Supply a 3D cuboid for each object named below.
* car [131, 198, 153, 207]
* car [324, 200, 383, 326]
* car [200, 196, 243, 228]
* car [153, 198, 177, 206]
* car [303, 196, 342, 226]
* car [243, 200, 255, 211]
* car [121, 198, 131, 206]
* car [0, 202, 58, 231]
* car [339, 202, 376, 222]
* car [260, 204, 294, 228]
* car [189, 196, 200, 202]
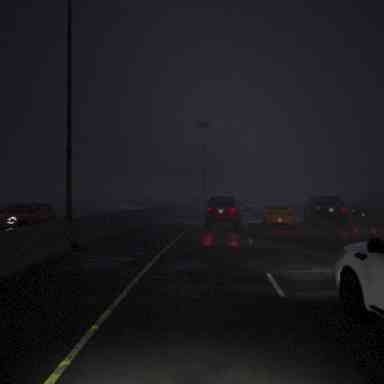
[{"bbox_3d":[-7.327,1.647,54.949,2.033,1.411,5.357,0,0,21],"label":"car"},{"bbox_3d":[3.749,1.238,4.037,2.150,2.045,5.566,0,0,2],"label":"car"},{"bbox_3d":[2.190,1.274,22.770,2.150,2.045,5.566,0,0,10],"label":"car"},{"bbox_3d":[-3.991,1.630,53.798,1.812,1.442,4.674,0,0,21],"label":"car"},{"bbox_3d":[9.560,1.293,24.268,2.150,2.045,5.566,0,0,11],"label":"car"},{"bbox_3d":[6.657,1.701,41.233,1.895,1.301,4.718,0,0,17],"label":"car"},{"bbox_3d":[-10.204,1.699,57.176,1.895,1.301,4.718,0,0,21],"label":"car"},{"bbox_3d":[-9.268,1.371,18.092,2.097,1.767,4.553,0,0,8],"label":"car"},{"bbox_3d":[14.059,1.615,28.536,1.812,1.442,4.674,0,0,13],"label":"car"},{"bbox_3d":[5.734,1.537,22.609,1.882,1.535,5.008,0,0,10],"label":"car"},{"bbox_3d":[1.061,1.474,57.078,2.097,1.767,4.553,0,0,23],"label":"car"}]
